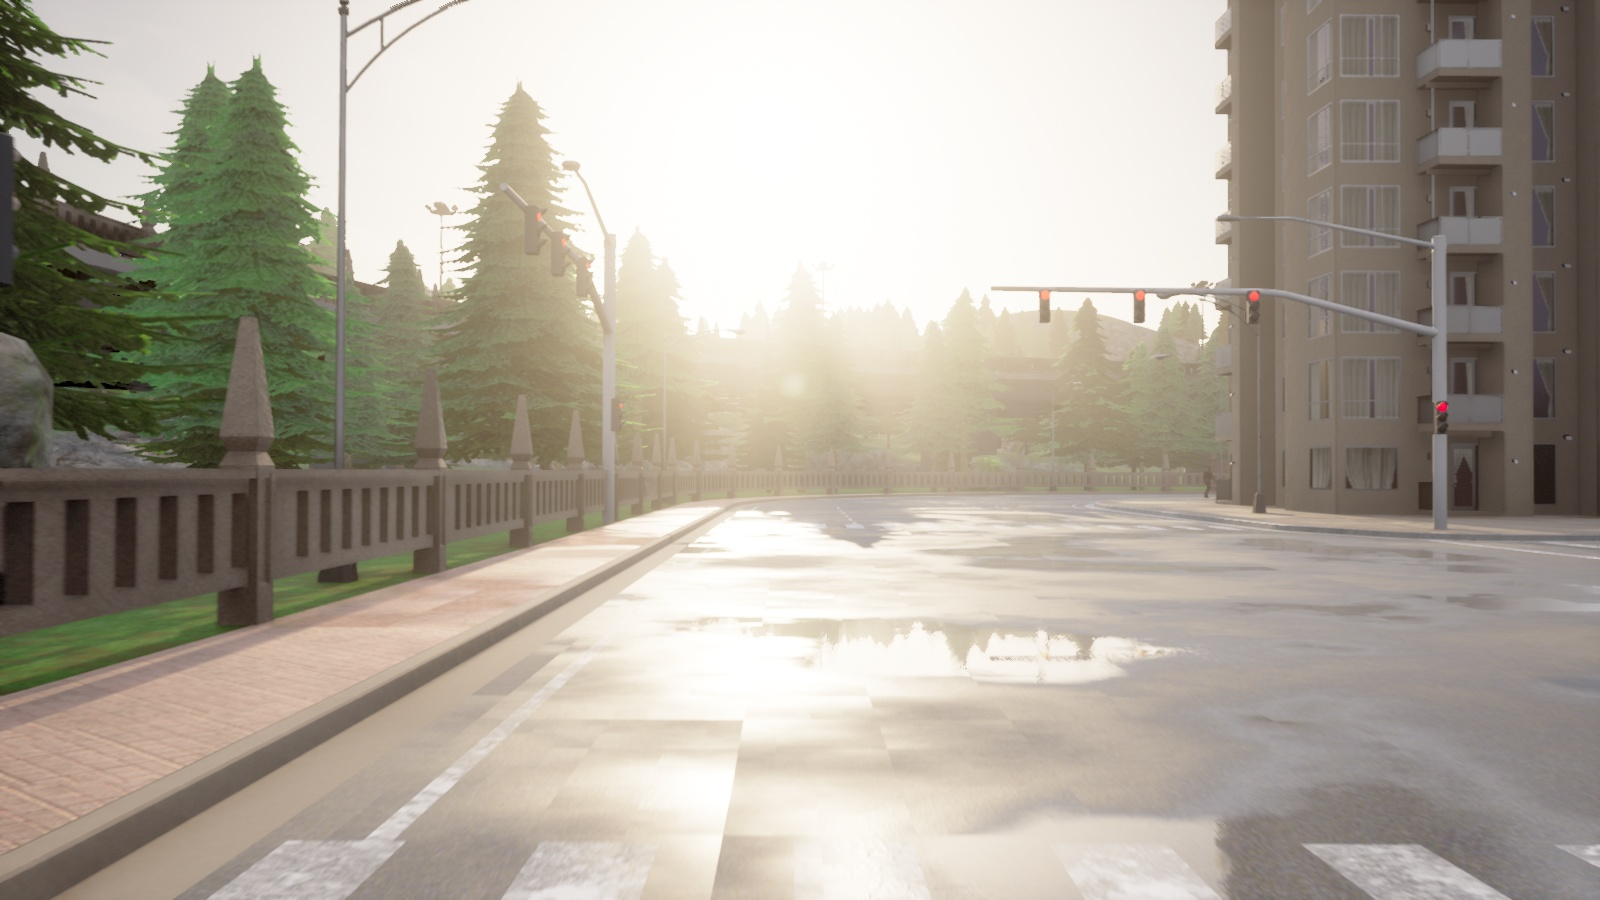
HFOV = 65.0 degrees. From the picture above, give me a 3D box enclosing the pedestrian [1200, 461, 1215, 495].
[{"bbox_3d":[22.382,1.537,68.917,0.720,1.854,0.376,0,-1,-28],"label":"pedestrian"}]
